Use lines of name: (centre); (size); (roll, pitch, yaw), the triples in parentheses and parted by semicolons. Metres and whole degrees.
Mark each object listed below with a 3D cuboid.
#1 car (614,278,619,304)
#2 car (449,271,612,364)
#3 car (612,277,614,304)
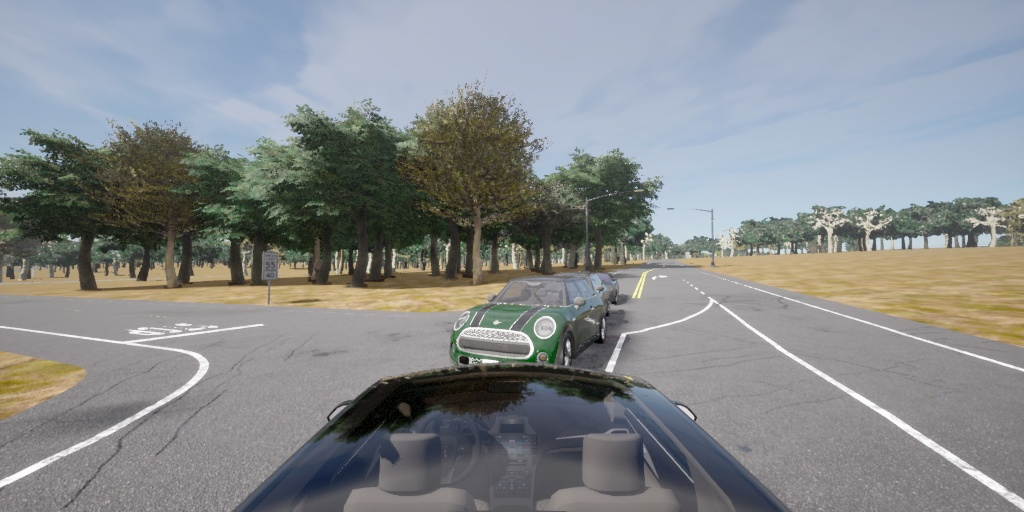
car: (4.229, 1.509, 17.814); (1.994, 1.385, 4.181); (-1, 0, 19)
car: (0.624, 1.218, 7.776); (2.097, 1.767, 4.553); (-1, -2, 26)
car: (2.032, 1.344, 12.088); (2.097, 1.767, 4.553); (-1, -1, 21)
